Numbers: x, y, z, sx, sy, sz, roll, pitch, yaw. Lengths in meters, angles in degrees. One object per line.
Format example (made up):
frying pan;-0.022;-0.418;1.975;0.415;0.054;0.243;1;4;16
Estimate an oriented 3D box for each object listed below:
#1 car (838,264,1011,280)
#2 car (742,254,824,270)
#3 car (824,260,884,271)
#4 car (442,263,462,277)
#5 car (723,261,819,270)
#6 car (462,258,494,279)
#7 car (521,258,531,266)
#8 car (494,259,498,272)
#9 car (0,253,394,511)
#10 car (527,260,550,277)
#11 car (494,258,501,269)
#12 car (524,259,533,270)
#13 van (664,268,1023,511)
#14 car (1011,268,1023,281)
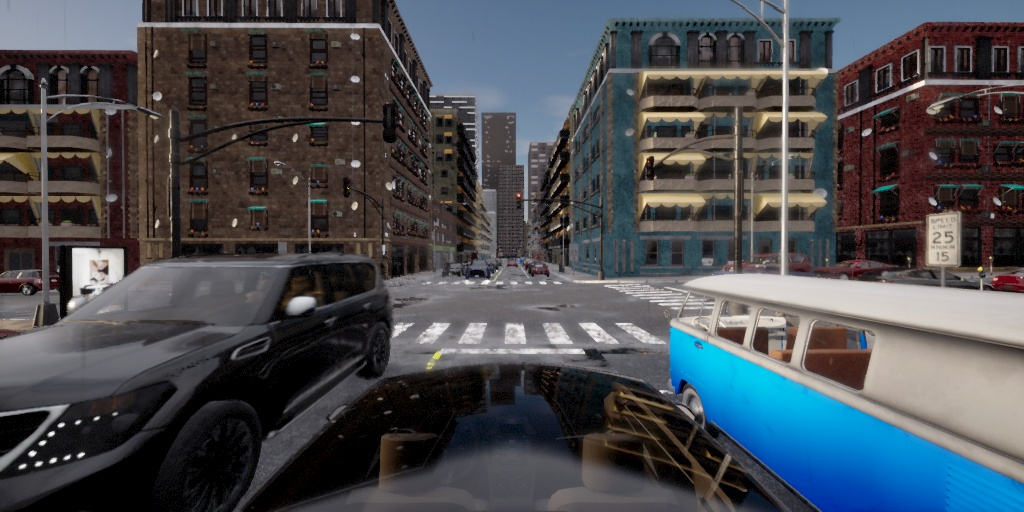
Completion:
car;15.808;1.097;13.937;4.313;1.339;1.948;0;0;0
car;15.796;0.781;22.318;5.009;1.841;2.192;0;0;0
car;21.366;0.930;22.351;4.507;1.381;1.888;0;0;0
car;-5.654;1.318;35.194;1.948;1.339;4.313;0;0;0
car;13.574;1.119;19.700;4.718;1.301;1.895;-1;0;-1
car;-3.005;1.104;32.437;2.097;1.767;4.553;0;0;-1
car;2.746;1.305;51.743;1.888;1.381;4.507;0;0;0
car;-3.051;1.319;41.808;1.994;1.385;4.181;0;0;0
car;-3.208;0.973;4.391;2.150;2.045;5.566;0;0;0
car;2.727;1.334;35.173;1.802;1.307;4.207;0;0;0
car;-3.035;1.113;52.109;2.097;1.767;4.553;0;0;0
car;2.734;1.320;40.696;1.948;1.339;4.313;0;0;0
van;2.690;1.091;2.779;1.690;1.789;3.998;0;0;0
car;21.378;1.033;13.971;4.207;1.307;1.802;0;0;0
